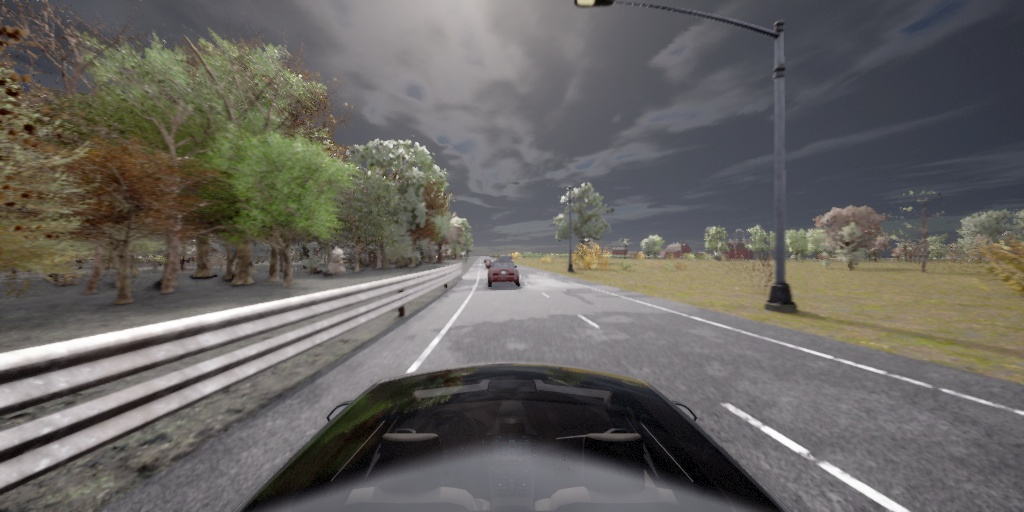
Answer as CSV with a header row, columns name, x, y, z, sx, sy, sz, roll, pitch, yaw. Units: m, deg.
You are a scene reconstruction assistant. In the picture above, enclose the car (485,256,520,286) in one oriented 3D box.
name,x,y,z,sx,sy,sz,roll,pitch,yaw
car,-0.662,1.089,25.164,2.097,1.767,4.553,0,0,-4
